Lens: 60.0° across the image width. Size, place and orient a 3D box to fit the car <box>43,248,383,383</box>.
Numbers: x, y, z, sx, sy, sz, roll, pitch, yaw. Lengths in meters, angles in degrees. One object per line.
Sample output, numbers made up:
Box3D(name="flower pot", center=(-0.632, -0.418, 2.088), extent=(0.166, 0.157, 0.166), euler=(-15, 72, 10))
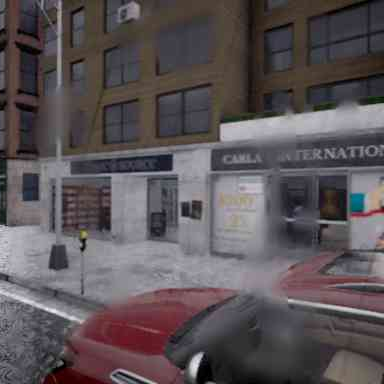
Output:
Box3D(name="car", center=(1.218, 1.315, 1.999), extent=(5.009, 1.841, 2.192), euler=(1, 0, 35))
